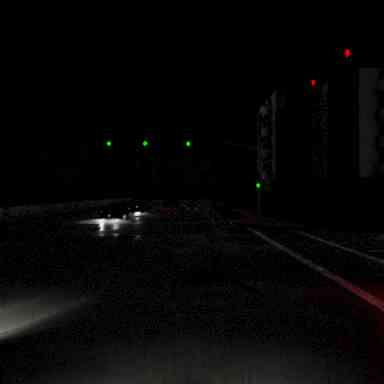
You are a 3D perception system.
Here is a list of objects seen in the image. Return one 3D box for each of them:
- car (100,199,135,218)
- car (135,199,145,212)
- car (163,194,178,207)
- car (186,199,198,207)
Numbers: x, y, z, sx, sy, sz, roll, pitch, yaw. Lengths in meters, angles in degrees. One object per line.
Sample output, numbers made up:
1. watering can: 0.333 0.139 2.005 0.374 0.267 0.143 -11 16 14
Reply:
1. car: -7.088 1.663 31.283 2.033 1.411 5.357 0 0 0
2. car: -7.084 1.658 41.429 1.837 1.490 4.892 0 0 0
3. car: -3.508 1.425 55.315 2.150 2.045 5.566 0 0 0
4. car: -0.008 1.805 55.328 1.895 1.301 4.718 0 0 0
